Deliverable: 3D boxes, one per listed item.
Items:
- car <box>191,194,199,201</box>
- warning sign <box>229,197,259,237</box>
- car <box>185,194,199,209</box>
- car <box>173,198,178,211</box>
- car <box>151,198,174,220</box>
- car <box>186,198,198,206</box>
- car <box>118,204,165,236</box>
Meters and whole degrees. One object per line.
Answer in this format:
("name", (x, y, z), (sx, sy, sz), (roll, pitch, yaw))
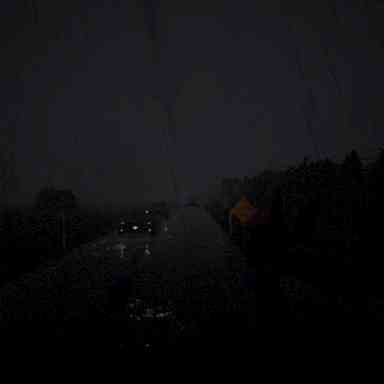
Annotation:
("car", (0.902, 1.446, 90.776), (2.097, 1.767, 4.553), (0, 0, 1))
("warning sign", (2.447, 1.156, 15.817), (1.300, 1.860, 1.060), (0, 0, 0))
("car", (0.000, 1.445, 48.223), (2.097, 1.767, 4.553), (0, 0, 0))
("car", (-2.822, 1.567, 43.439), (1.882, 1.535, 5.008), (0, 0, 0))
("car", (-2.849, 1.574, 29.048), (1.837, 1.490, 4.892), (0, 0, 0))
("car", (0.000, 1.700, 58.297), (1.895, 1.301, 4.718), (0, 0, 0))
("car", (-2.853, 1.613, 18.718), (1.994, 1.385, 4.181), (0, 0, 0))
